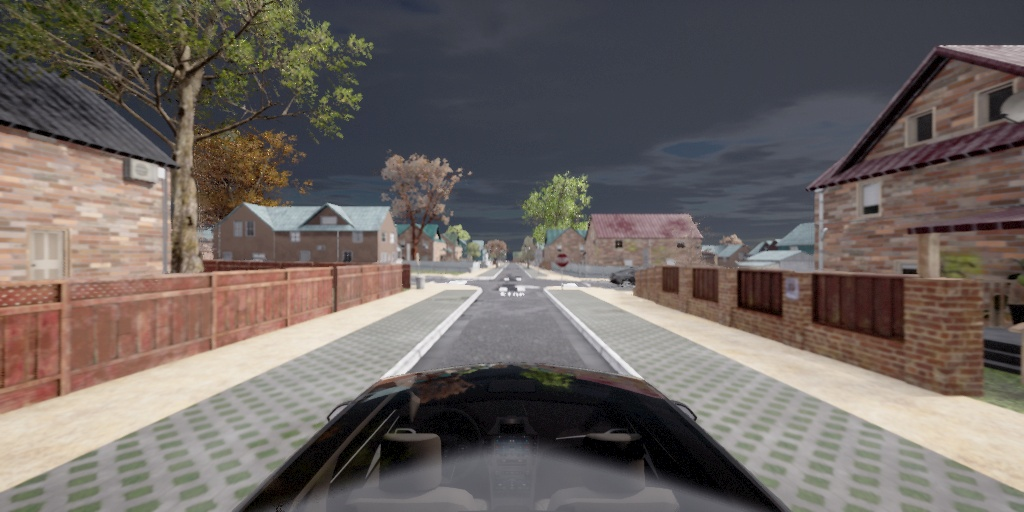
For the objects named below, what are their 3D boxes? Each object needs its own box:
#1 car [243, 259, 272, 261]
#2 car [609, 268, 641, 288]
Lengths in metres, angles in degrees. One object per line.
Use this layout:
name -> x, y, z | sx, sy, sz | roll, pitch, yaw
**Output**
car -> -19.482, 0.975, 27.836 | 5.357, 1.411, 2.033 | 2, 0, 0
car -> 10.069, 1.740, 27.943 | 4.892, 1.490, 1.837 | 2, 0, 0
